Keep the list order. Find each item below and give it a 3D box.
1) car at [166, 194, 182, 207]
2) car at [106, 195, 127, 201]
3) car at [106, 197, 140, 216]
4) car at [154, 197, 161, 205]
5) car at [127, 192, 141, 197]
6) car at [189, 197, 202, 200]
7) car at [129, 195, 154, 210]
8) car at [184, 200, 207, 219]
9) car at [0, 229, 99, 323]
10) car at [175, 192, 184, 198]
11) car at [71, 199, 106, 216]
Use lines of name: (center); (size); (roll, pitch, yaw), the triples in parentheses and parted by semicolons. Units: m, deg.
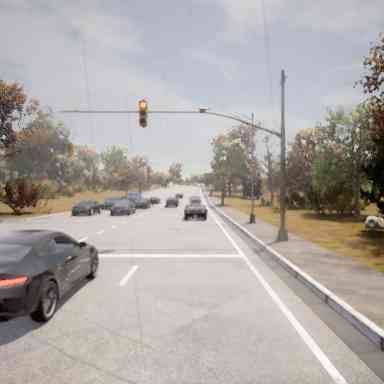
car: (-2.975, 1.508, 51.247); (1.837, 1.490, 4.892); (0, 1, 1)
car: (-10.242, 1.373, 43.123); (2.097, 1.767, 4.553); (0, 0, 1)
car: (-6.833, 1.541, 33.392); (1.812, 1.442, 4.674); (0, 0, 1)
car: (-6.589, 1.453, 57.461); (1.895, 1.301, 4.718); (0, 2, 1)
car: (-10.081, 1.065, 57.702); (2.150, 2.045, 5.566); (0, 2, 1)
car: (0.540, 1.504, 52.800); (1.812, 1.442, 4.674); (0, 1, 1)
car: (-6.726, 1.498, 44.609); (1.882, 1.535, 5.008); (0, 0, 0)
car: (0.321, 1.614, 29.136); (1.895, 1.301, 4.718); (0, 0, 1)
car: (-3.401, 1.529, 7.111); (1.812, 1.442, 4.674); (0, 0, -1)
car: (-2.863, 0.642, 73.771); (1.895, 1.301, 4.718); (0, 3, 1)
car: (-10.339, 1.520, 32.933); (1.837, 1.490, 4.892); (0, 0, 0)
